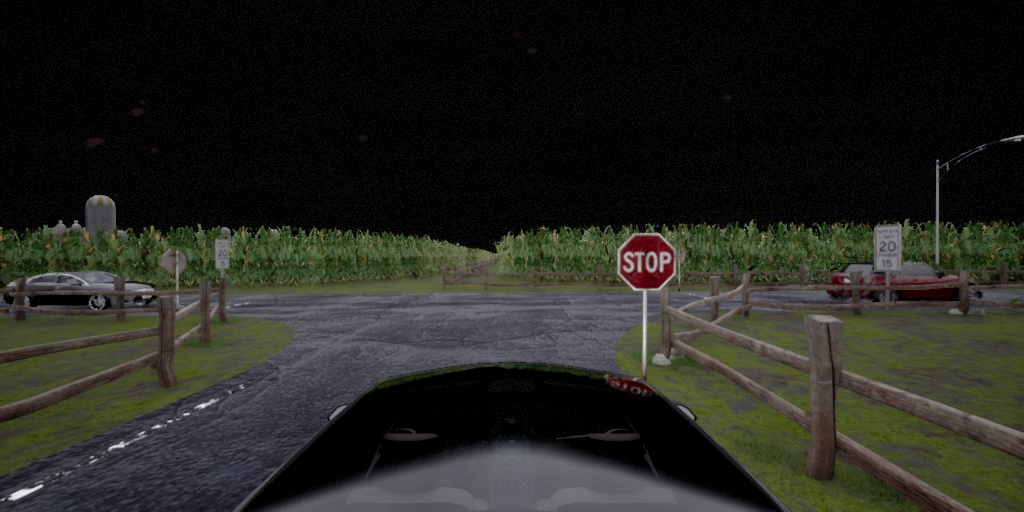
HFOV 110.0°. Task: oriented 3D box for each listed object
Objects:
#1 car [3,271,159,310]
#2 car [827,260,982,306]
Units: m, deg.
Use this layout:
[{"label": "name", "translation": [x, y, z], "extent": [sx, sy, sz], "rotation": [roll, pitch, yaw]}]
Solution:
[{"label": "car", "translation": [-17.170, 1.373, 14.460], "extent": [4.902, 1.511, 2.128], "rotation": [0, 0, 0]}, {"label": "car", "translation": [15.525, 0.995, 14.318], "extent": [4.553, 1.767, 2.097], "rotation": [0, 0, 0]}]
